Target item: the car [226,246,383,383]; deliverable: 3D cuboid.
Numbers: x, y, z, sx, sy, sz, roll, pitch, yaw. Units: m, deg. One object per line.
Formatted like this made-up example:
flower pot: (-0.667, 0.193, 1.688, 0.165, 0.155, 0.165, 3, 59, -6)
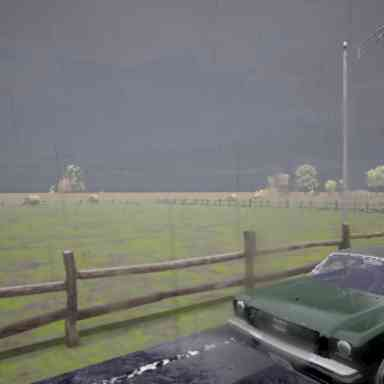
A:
car: (2.805, 1.600, 5.047, 4.718, 1.301, 1.895, 0, 0, -35)
